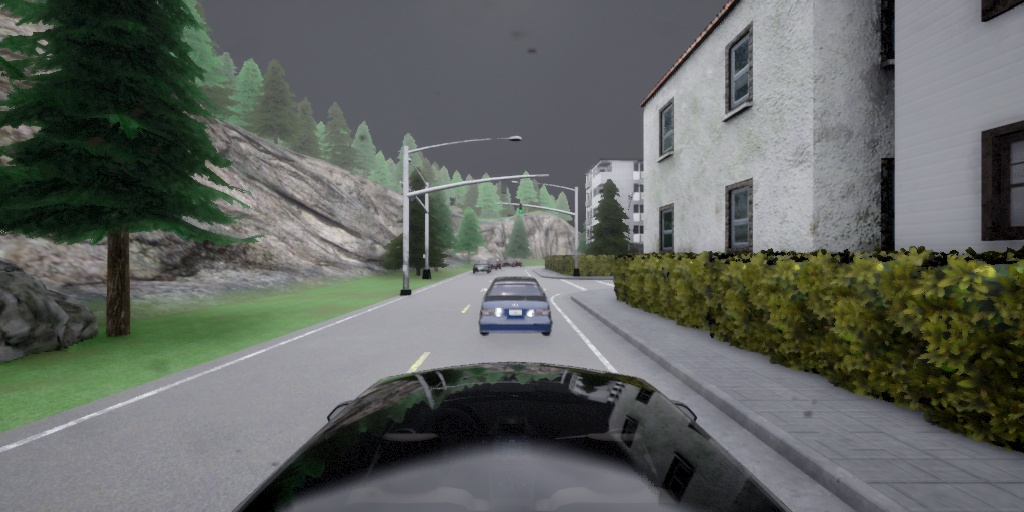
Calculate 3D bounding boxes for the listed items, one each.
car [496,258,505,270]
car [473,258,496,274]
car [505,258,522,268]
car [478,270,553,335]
[{"bbox_3d":[-2.858,1.102,51.780,2.097,1.767,4.553,0,0,9],"label":"car"},{"bbox_3d":[-3.429,1.241,41.912,2.128,1.511,4.902,0,0,2],"label":"car"},{"bbox_3d":[0.010,1.102,61.795,2.097,1.767,4.553,0,0,27],"label":"car"},{"bbox_3d":[0.092,1.298,10.478,2.033,1.411,5.357,0,0,0],"label":"car"}]
